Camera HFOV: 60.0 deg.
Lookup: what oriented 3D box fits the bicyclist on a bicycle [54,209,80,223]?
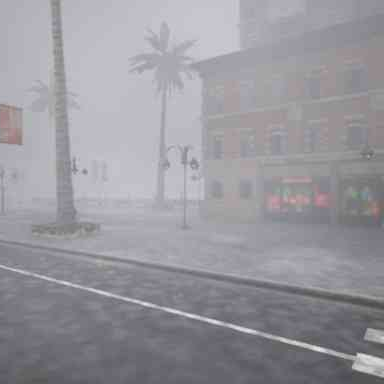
[{"bbox_3d":[-6.550,1.289,17.475,0.582,1.620,1.656,0,0,35],"label":"bicyclist on a bicycle"}]
